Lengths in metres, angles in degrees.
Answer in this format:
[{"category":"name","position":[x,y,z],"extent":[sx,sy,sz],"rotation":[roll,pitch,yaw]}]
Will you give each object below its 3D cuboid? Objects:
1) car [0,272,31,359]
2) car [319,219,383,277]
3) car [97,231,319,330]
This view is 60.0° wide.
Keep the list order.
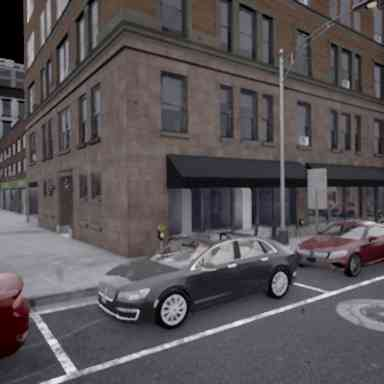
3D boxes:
[{"category":"car","position":[-4.222,1.550,3.529],"extent":[4.507,1.381,1.887],"rotation":[0,0,-36]},{"category":"car","position":[4.865,1.549,10.017],"extent":[4.206,1.307,1.802],"rotation":[0,0,-36]},{"category":"car","position":[0.321,1.536,6.773],"extent":[4.403,1.369,2.008],"rotation":[0,0,-36]}]
